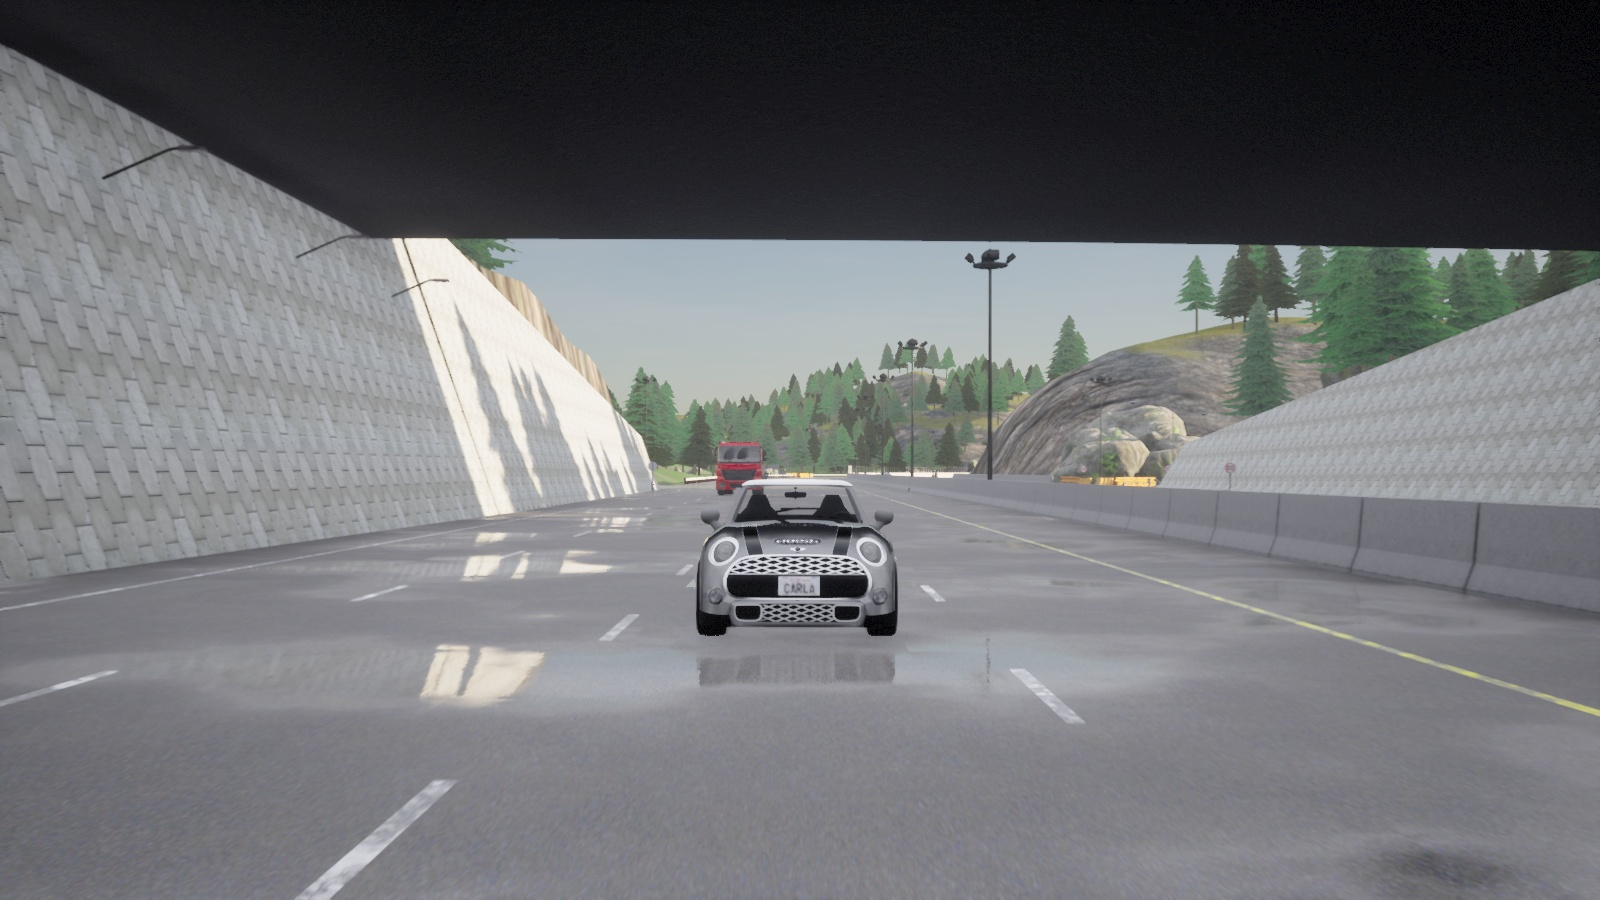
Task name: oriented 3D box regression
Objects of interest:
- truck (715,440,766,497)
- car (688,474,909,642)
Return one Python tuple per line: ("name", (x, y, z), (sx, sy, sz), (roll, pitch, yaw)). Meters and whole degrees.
("truck", (-3.768, 1.208, 81.257), (2.891, 3.462, 7.936), (0, -1, 0))
("car", (-0.025, 0.999, 13.089), (1.970, 1.475, 3.806), (0, -1, 0))
